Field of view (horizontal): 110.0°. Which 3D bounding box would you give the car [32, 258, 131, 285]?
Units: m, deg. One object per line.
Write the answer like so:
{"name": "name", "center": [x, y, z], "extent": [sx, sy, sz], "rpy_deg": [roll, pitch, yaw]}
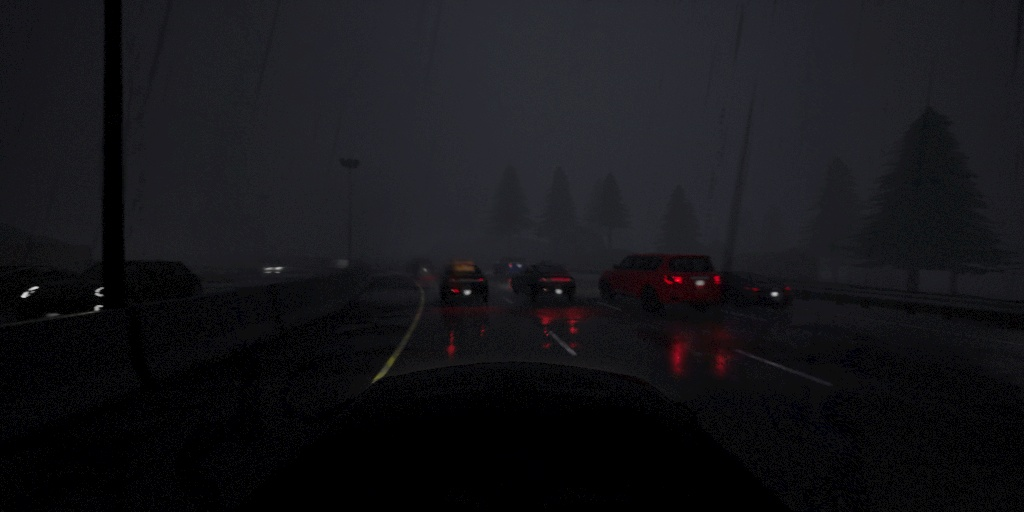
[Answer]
{"name": "car", "center": [-26.967, 0.889, 22.769], "extent": [2.033, 1.411, 5.357], "rpy_deg": [0, 1, -26]}

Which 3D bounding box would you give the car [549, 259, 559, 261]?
{"name": "car", "center": [3.349, 1.030, 32.142], "extent": [1.812, 1.442, 4.674], "rpy_deg": [0, 1, -22]}

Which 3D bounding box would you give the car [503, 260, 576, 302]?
{"name": "car", "center": [1.264, 1.122, 16.133], "extent": [2.128, 1.511, 4.902], "rpy_deg": [0, 1, -13]}

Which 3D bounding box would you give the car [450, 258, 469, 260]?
{"name": "car", "center": [-5.010, 0.900, 33.657], "extent": [1.882, 1.535, 5.008], "rpy_deg": [0, 1, -26]}

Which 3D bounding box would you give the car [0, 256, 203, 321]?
{"name": "car", "center": [-12.165, 0.917, 11.312], "extent": [2.097, 1.767, 4.553], "rpy_deg": [0, 1, -13]}

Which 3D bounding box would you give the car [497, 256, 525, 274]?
{"name": "car", "center": [-0.171, 0.834, 31.438], "extent": [2.097, 1.767, 4.553], "rpy_deg": [0, 1, -22]}

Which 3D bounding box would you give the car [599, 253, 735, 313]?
{"name": "car", "center": [5.371, 0.906, 13.843], "extent": [2.150, 2.045, 5.566], "rpy_deg": [0, 1, -11]}

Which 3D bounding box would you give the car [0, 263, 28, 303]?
{"name": "car", "center": [-19.349, 1.029, 11.626], "extent": [1.812, 1.442, 4.674], "rpy_deg": [0, 0, -14]}

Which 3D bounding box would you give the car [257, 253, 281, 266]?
{"name": "car", "center": [-32.369, 0.405, 47.694], "extent": [4.902, 1.511, 2.128], "rpy_deg": [1, 1, 43]}

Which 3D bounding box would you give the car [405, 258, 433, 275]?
{"name": "car", "center": [-8.478, 0.907, 32.784], "extent": [1.837, 1.490, 4.892], "rpy_deg": [0, 0, -26]}

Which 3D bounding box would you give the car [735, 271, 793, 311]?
{"name": "car", "center": [8.735, 1.271, 14.397], "extent": [1.994, 1.385, 4.181], "rpy_deg": [0, 1, -11]}

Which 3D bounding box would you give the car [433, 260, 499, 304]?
{"name": "car", "center": [-2.192, 1.100, 15.547], "extent": [2.128, 1.511, 4.902], "rpy_deg": [0, 1, -13]}

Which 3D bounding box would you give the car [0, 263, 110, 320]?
{"name": "car", "center": [-15.626, 1.032, 10.868], "extent": [2.128, 1.511, 4.902], "rpy_deg": [0, 1, -13]}
